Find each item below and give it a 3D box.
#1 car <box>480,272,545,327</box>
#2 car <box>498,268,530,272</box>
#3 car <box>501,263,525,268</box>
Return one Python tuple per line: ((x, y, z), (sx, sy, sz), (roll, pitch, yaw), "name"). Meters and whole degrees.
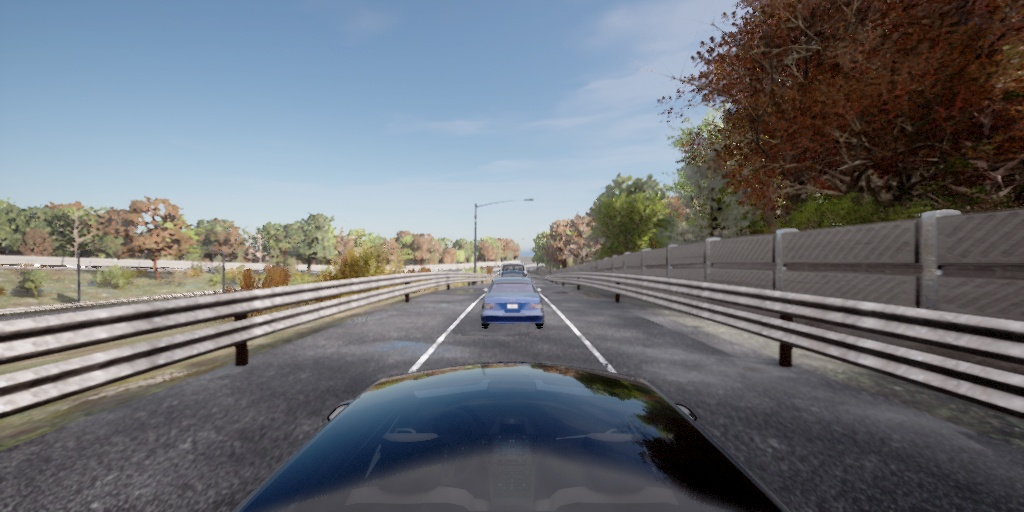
((0.012, 1.392, 11.763), (2.033, 1.411, 5.357), (0, -1, 0), "car")
((0.043, 1.574, 20.201), (1.837, 1.490, 4.892), (0, -2, 0), "car")
((0.131, 1.570, 27.026), (2.150, 2.045, 5.566), (0, -3, 1), "car")
